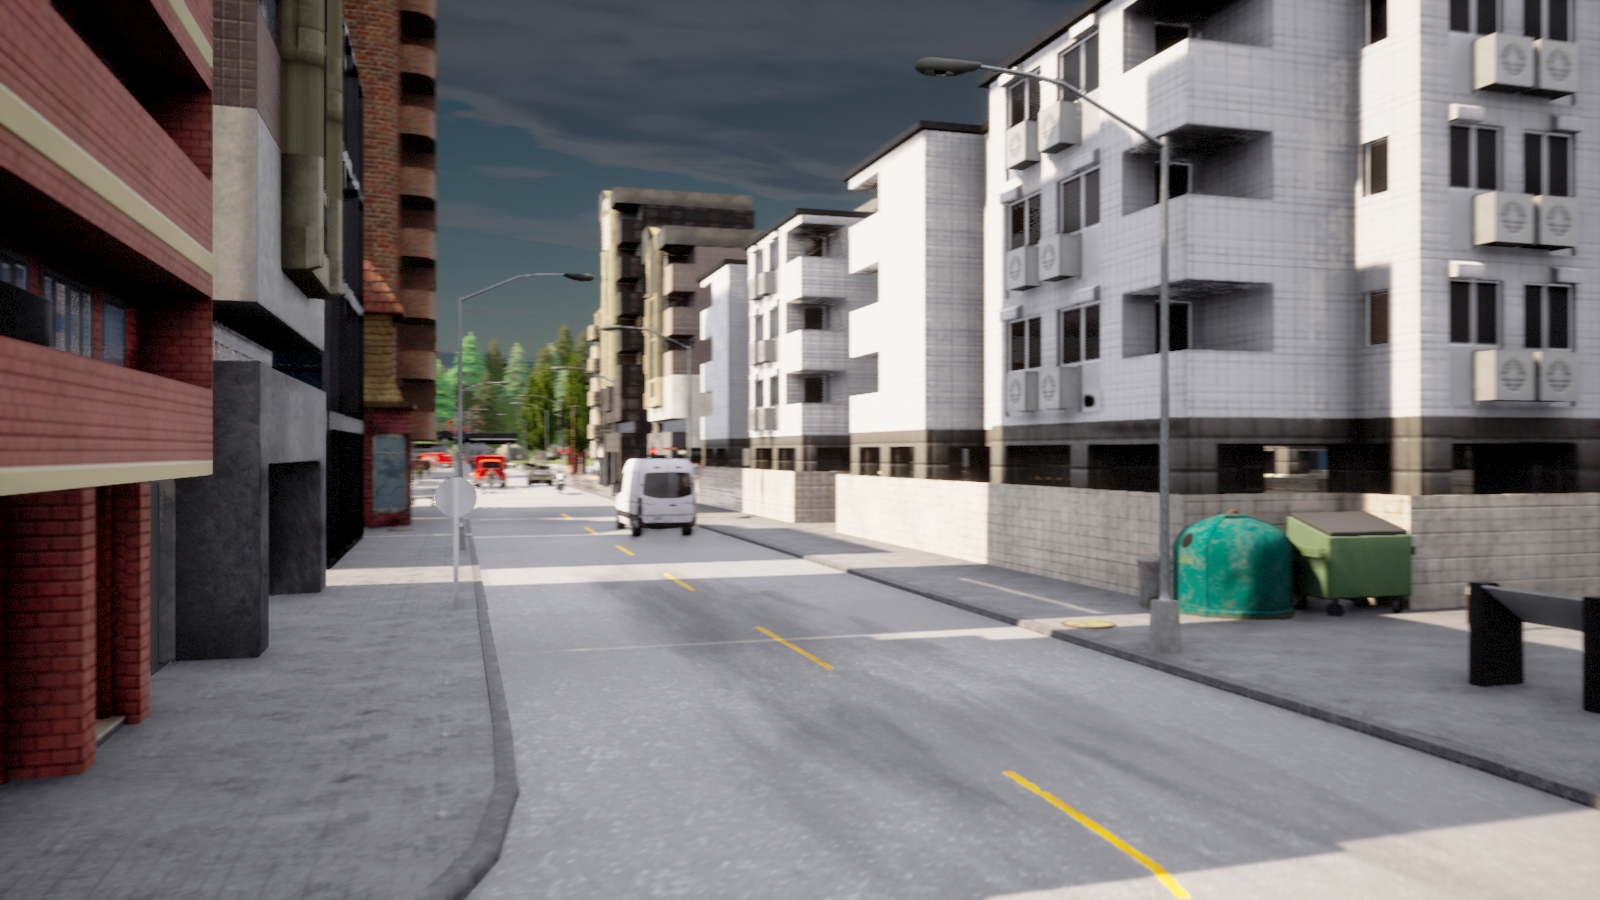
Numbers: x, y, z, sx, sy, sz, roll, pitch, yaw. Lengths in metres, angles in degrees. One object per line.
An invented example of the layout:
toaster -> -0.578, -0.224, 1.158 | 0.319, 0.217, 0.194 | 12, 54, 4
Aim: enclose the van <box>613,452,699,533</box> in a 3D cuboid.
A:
van -> -5.077, 1.346, 39.452 | 1.988, 2.561, 5.915 | 0, 0, -17
